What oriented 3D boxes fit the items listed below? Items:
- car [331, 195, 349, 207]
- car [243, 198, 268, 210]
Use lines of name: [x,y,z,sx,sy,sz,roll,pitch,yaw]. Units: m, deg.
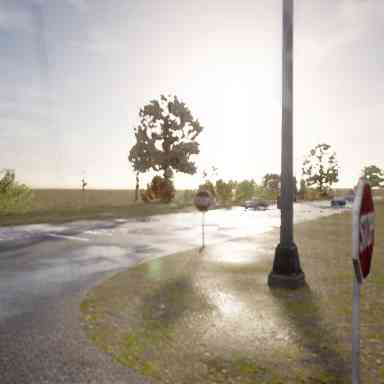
car: [24.425,1.621,55.420,1.882,1.535,5.008,1,0,30]
car: [8.423,1.547,43.789,2.128,1.511,4.902,1,0,34]
